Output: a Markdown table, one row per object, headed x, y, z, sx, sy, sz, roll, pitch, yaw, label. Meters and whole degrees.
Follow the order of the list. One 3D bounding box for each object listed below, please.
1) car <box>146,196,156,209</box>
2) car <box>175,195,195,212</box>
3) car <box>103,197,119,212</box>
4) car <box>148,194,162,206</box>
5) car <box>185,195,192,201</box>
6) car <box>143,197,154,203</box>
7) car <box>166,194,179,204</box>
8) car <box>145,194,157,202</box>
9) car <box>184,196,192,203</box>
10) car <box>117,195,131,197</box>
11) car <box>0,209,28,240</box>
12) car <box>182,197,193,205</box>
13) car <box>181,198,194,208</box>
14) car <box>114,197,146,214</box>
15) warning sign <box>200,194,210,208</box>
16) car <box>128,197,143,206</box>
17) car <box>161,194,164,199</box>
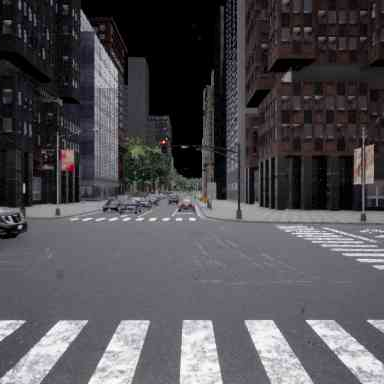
| x | y | z | sx | sy | sz | roll | pitch | yaw | label |
| --- | --- | --- | --- | --- | --- | --- | --- | --- | --- |
| -6.523 | 1.586 | 45.354 | 1.994 | 1.385 | 4.181 | 0 | 0 | -1 | car |
| -0.614 | 1.448 | 38.973 | 1.967 | 1.590 | 4.097 | 0 | 0 | 0 | car |
| -9.139 | 1.574 | 38.919 | 1.947 | 1.339 | 4.313 | 0 | 0 | 0 | car |
| -6.570 | 1.551 | 55.547 | 1.837 | 1.490 | 4.892 | 0 | 0 | 0 | car |
| -0.939 | 1.574 | 87.797 | 1.967 | 1.590 | 4.097 | 0 | 0 | 0 | car |
| -9.355 | 1.668 | 71.474 | 1.802 | 1.307 | 4.206 | 0 | 0 | 0 | car |
| -3.430 | 1.562 | 62.793 | 1.837 | 1.490 | 4.892 | 0 | -2 | -1 | car |
| -9.392 | 1.417 | 76.901 | 2.192 | 1.841 | 5.009 | 0 | 0 | 0 | car |
| -0.831 | 1.612 | 71.692 | 1.752 | 1.417 | 4.829 | 0 | 0 | 0 | car |
| -9.176 | 1.335 | 44.345 | 2.192 | 1.841 | 5.009 | 0 | 0 | 0 | car |
| -10.034 | 1.110 | 14.083 | 5.566 | 2.045 | 2.150 | 1 | 0 | 0 | car |
| -0.758 | 1.603 | 60.672 | 1.887 | 1.381 | 4.507 | 0 | 0 | 0 | car |
| -0.686 | 1.614 | 49.822 | 1.802 | 1.307 | 4.206 | 0 | 0 | 0 | car |
| -6.459 | 1.548 | 35.399 | 2.033 | 1.411 | 5.357 | 0 | 0 | -1 | car |
| 1.672 | 1.131 | 42.659 | 1.300 | 1.860 | 1.060 | 0 | 0 | 0 | warning sign |
| -9.246 | 1.570 | 55.026 | 1.752 | 1.417 | 4.829 | 0 | 0 | 0 | car |
| -9.465 | 1.449 | 87.752 | 2.192 | 1.841 | 5.009 | 0 | 0 | 0 | car |
